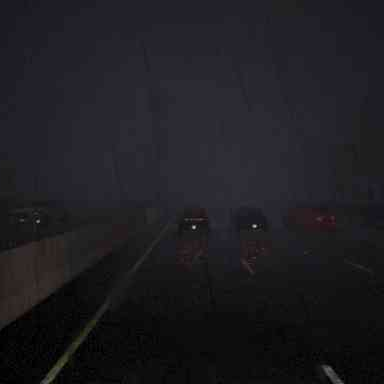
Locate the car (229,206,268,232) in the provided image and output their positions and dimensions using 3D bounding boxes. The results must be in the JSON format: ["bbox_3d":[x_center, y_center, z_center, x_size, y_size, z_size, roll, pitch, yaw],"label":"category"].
[{"bbox_3d":[3.606,1.702,21.556,1.837,1.490,4.892,0,0,0],"label":"car"}]

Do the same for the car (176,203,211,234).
[{"bbox_3d":[0.105,1.692,20.606,1.837,1.490,4.892,0,0,0],"label":"car"}]

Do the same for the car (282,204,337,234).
[{"bbox_3d":[7.105,1.540,20.660,2.097,1.767,4.553,0,-1,0],"label":"car"}]
